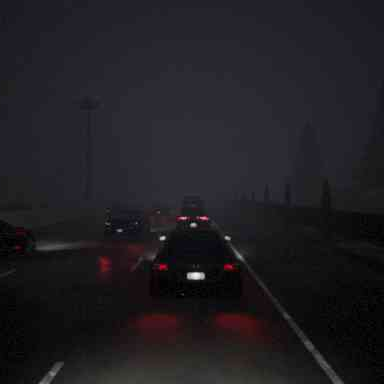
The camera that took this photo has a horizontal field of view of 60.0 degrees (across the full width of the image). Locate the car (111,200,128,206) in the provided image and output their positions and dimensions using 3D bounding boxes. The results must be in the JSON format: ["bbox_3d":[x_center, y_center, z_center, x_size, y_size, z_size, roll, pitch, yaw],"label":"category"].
[{"bbox_3d":[-6.938,1.770,32.208,2.033,1.411,5.357,0,0,0],"label":"car"}]

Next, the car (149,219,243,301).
[{"bbox_3d":[0.083,1.623,8.491,1.994,1.385,4.181,0,0,0],"label":"car"}]

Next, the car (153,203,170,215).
[{"bbox_3d":[-3.443,1.855,36.743,1.895,1.301,4.718,0,0,0],"label":"car"}]

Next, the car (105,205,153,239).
[{"bbox_3d":[-3.421,1.651,18.031,1.812,1.442,4.674,0,0,0],"label":"car"}]

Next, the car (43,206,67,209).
[{"bbox_3d":[-17.641,1.871,44.303,1.994,1.385,4.181,0,0,0],"label":"car"}]

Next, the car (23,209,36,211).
[{"bbox_3d":[-14.132,1.658,25.992,1.882,1.535,5.008,0,0,0],"label":"car"}]

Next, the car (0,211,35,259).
[{"bbox_3d":[-6.912,1.580,10.816,1.837,1.490,4.892,0,0,0],"label":"car"}]

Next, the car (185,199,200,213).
[{"bbox_3d":[0.049,1.756,43.549,1.801,1.575,5.366,0,-1,0],"label":"car"}]

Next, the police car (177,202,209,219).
[{"bbox_3d":[0.077,1.651,20.771,2.038,1.542,4.974,0,0,0],"label":"police car"}]

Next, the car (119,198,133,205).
[{"bbox_3d":[-14.136,2.032,71.971,2.033,1.411,5.357,0,0,-1],"label":"car"}]

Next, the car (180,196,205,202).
[{"bbox_3d":[0.060,1.440,32.333,2.150,2.045,5.566,0,-1,0],"label":"car"}]

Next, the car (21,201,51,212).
[{"bbox_3d":[-21.153,1.915,45.327,1.895,1.301,4.718,0,0,0],"label":"car"}]
